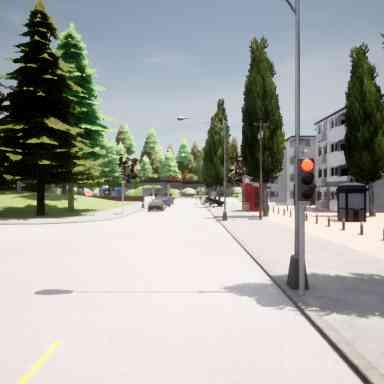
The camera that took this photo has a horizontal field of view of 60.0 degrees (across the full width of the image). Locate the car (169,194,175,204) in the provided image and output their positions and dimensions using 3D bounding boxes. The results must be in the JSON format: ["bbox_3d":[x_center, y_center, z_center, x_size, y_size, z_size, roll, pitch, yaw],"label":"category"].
[{"bbox_3d":[-4.148,1.505,60.031,1.837,1.490,4.892,0,0,0],"label":"car"}]

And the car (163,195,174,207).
[{"bbox_3d":[-4.176,1.564,50.039,1.994,1.385,4.181,0,0,0],"label":"car"}]

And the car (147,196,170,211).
[{"bbox_3d":[-4.172,1.547,40.101,2.033,1.411,5.357,0,0,0],"label":"car"}]
